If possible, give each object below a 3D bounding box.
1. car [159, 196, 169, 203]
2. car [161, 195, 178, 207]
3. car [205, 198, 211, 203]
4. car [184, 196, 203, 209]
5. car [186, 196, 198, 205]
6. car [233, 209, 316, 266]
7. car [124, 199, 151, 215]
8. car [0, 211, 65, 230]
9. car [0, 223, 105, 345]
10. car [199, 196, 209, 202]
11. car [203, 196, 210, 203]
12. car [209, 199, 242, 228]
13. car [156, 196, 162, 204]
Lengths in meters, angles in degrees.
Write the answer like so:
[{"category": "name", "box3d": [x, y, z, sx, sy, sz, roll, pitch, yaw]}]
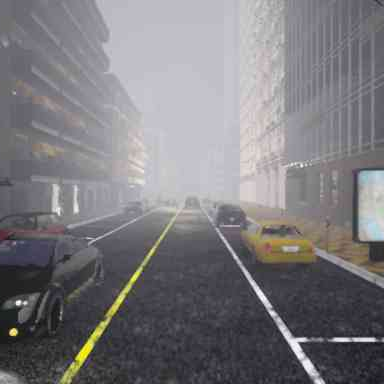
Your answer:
[{"category": "car", "box3d": [-5.695, 1.564, 67.701, 1.802, 1.307, 4.206, 0, 0, 0]}, {"category": "car", "box3d": [-3.072, 1.474, 50.900, 2.128, 1.511, 4.902, 0, 0, 0]}, {"category": "car", "box3d": [2.688, 1.548, 33.811, 1.947, 1.339, 4.313, 0, 0, 0]}, {"category": "car", "box3d": [0.052, 1.332, 45.642, 2.097, 1.767, 4.553, 0, 0, 0]}, {"category": "car", "box3d": [-0.003, 1.459, 58.542, 1.882, 1.535, 5.008, 0, 0, 0]}, {"category": "car", "box3d": [2.690, 1.518, 11.387, 1.752, 1.417, 4.829, 0, 0, 0]}, {"category": "car", "box3d": [-5.693, 1.548, 33.810, 1.947, 1.339, 4.313, 0, 0, 0]}, {"category": "car", "box3d": [-5.691, 1.433, 11.216, 1.967, 1.590, 4.097, 0, 0, 0]}, {"category": "car", "box3d": [-3.099, 1.560, 6.423, 1.994, 1.385, 4.181, 0, 0, 0]}, {"category": "car", "box3d": [2.684, 1.534, 73.351, 2.008, 1.369, 4.403, 0, 0, 0]}, {"category": "car", "box3d": [2.686, 1.526, 62.053, 1.887, 1.381, 4.507, 0, 0, 0]}, {"category": "car", "box3d": [2.359, 1.464, 22.023, 1.882, 1.535, 5.008, 0, 0, 0]}, {"category": "car", "box3d": [-5.695, 1.421, 62.052, 1.967, 1.590, 4.097, 0, 0, 0]}]
